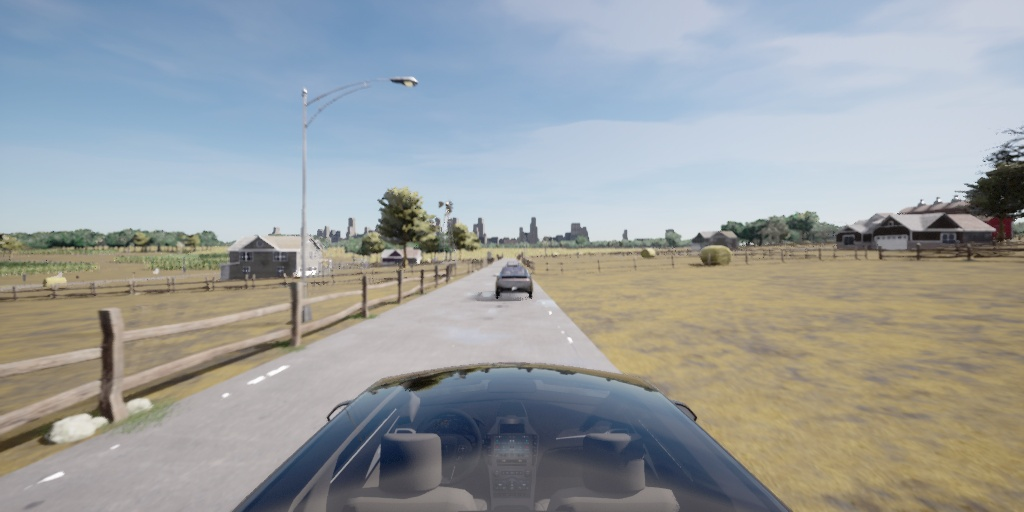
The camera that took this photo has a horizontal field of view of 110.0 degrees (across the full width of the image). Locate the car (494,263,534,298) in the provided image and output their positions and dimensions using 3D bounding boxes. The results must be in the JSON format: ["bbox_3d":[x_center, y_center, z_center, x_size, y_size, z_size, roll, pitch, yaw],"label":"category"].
[{"bbox_3d":[0.105,1.307,18.902,2.128,1.511,4.902,0,0,0],"label":"car"}]

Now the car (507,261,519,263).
[{"bbox_3d":[0.108,1.317,38.429,2.128,1.511,4.902,0,0,0],"label":"car"}]
